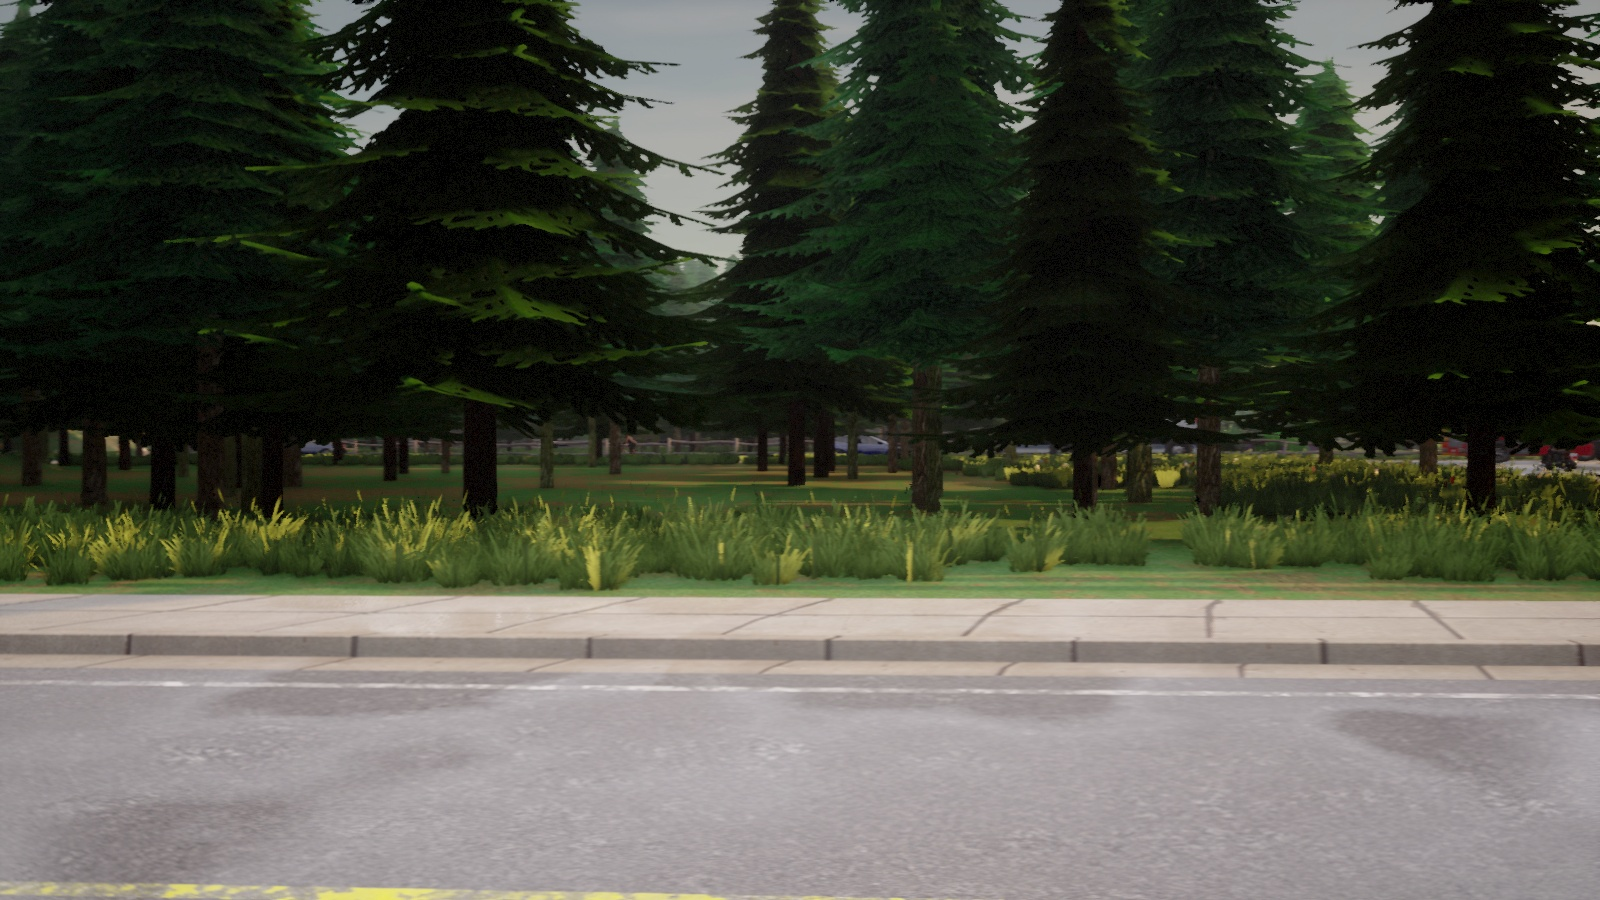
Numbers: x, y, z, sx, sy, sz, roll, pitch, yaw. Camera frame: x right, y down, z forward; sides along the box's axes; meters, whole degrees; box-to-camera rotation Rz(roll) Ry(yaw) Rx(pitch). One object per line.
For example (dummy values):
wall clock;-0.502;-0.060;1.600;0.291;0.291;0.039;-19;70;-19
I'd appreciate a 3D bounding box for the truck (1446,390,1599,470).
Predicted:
truck;36.760;-0.983;61.592;8.468;3.827;2.891;0;1;7

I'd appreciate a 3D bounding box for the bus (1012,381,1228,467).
bus;16.118;-1.329;64.221;10.273;4.253;3.944;0;1;7

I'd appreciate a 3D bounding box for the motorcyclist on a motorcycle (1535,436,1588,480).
motorcyclist on a motorcycle;29.485;0.300;48.667;0.766;1.649;2.350;0;1;4

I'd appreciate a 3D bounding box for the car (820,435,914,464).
car;3.530;-0.030;65.737;4.792;1.488;2.163;0;1;6

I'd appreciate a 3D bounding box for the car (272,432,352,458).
car;-28.087;-0.292;72.324;3.806;1.475;1.970;0;1;4
